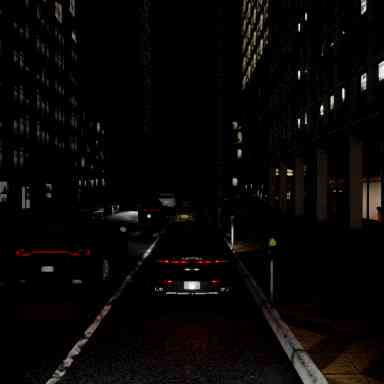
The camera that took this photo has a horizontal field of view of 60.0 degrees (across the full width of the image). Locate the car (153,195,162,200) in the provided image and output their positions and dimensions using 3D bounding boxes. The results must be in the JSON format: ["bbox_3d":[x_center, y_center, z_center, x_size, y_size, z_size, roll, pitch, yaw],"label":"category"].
[{"bbox_3d":[-8.836,1.438,85.694,2.008,1.369,4.403,0,0,0],"label":"car"}]

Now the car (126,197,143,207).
[{"bbox_3d":[-8.837,1.523,51.504,1.947,1.339,4.313,0,0,0],"label":"car"}]

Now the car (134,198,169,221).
[{"bbox_3d":[-3.146,1.495,26.739,1.837,1.490,4.892,0,0,0],"label":"car"}]

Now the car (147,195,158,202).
[{"bbox_3d":[-8.837,1.458,74.298,1.887,1.381,4.507,0,0,0],"label":"car"}]

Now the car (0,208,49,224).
[{"bbox_3d":[-8.838,1.546,17.314,2.008,1.369,4.403,0,0,0],"label":"car"}]

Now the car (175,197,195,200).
[{"bbox_3d":[-0.457,1.533,34.409,2.008,1.369,4.403,0,0,0],"label":"car"}]

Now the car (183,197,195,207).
[{"bbox_3d":[-0.456,1.501,51.503,1.887,1.381,4.507,0,0,0],"label":"car"}]

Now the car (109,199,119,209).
[{"bbox_3d":[-8.838,1.422,34.411,1.967,1.590,4.097,0,0,0],"label":"car"}]

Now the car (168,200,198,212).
[{"bbox_3d":[-0.457,1.518,23.180,1.752,1.417,4.829,0,0,0],"label":"car"}]

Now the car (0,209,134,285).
[{"bbox_3d":[-3.046,1.476,9.499,1.882,1.535,5.008,0,0,0],"label":"car"}]

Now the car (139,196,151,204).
[{"bbox_3d":[-8.837,1.517,62.901,1.802,1.307,4.206,0,0,0],"label":"car"}]

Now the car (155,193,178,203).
[{"bbox_3d":[-3.046,1.194,41.743,2.150,2.045,5.566,0,0,0],"label":"car"}]

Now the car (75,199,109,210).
[{"bbox_3d":[-8.838,1.513,28.540,1.752,1.417,4.829,0,0,0],"label":"car"}]

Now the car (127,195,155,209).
[{"bbox_3d":[-6.244,1.466,40.704,2.128,1.511,4.902,0,0,0],"label":"car"}]

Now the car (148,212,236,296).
[{"bbox_3d":[0.000,1.502,8.650,1.837,1.490,4.892,0,0,0],"label":"car"}]

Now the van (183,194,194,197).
[{"bbox_3d":[-0.457,1.307,45.805,1.690,1.788,3.998,0,0,0],"label":"van"}]

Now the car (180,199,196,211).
[{"bbox_3d":[-0.456,1.557,40.107,1.802,1.307,4.206,0,0,0],"label":"car"}]

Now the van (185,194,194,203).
[{"bbox_3d":[-0.456,1.266,68.597,1.690,1.788,3.998,0,0,0],"label":"van"}]

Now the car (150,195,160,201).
[{"bbox_3d":[-8.836,1.483,79.997,1.802,1.307,4.206,0,0,0],"label":"car"}]
